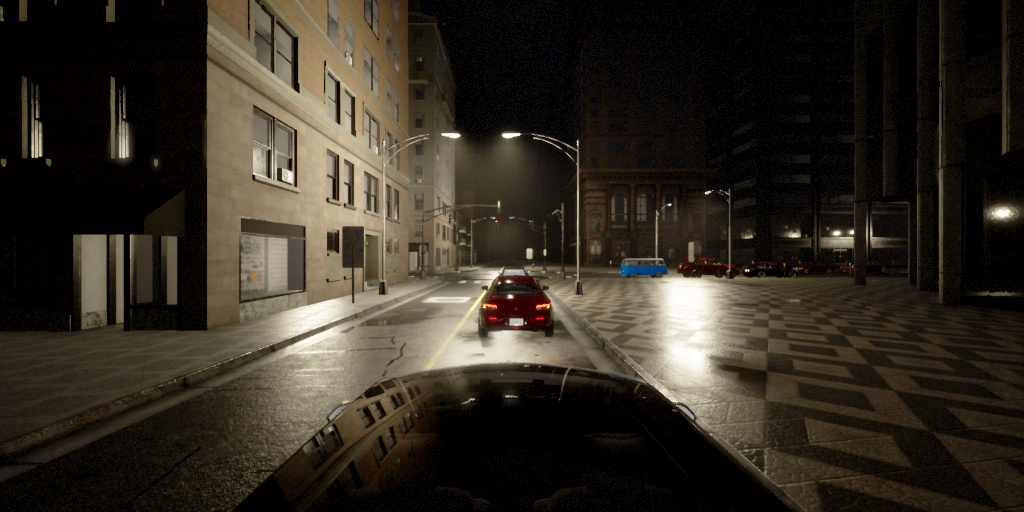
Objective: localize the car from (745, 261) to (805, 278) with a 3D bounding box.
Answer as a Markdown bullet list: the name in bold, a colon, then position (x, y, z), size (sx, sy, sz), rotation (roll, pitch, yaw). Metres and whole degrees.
- **car**: position (23.030, 1.326, 32.080), size (4.313, 1.339, 1.948), rotation (0, 0, -1)

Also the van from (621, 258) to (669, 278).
- **van**: position (11.749, 1.105, 31.916), size (3.998, 1.789, 1.690), rotation (0, 0, -1)

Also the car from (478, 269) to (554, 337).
- **car**: position (0.097, 1.271, 10.105), size (1.812, 1.442, 4.674), rotation (0, 0, 0)

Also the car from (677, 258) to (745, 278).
- **car**: position (17.390, 1.078, 31.998), size (5.009, 1.841, 2.192), rotation (0, 0, -1)

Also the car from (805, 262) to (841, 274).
- **car**: position (34.209, 1.331, 40.769), size (4.207, 1.307, 1.802), rotation (0, 0, -1)

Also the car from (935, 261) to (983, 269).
- **car**: position (39.947, 1.190, 32.326), size (4.097, 1.591, 1.967), rotation (0, 0, -1)

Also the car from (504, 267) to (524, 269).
- **car**: position (0.114, 1.303, 19.977), size (1.994, 1.385, 4.181), rotation (0, 0, 0)

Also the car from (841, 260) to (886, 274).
- **car**: position (39.848, 1.185, 40.851), size (4.097, 1.591, 1.967), rotation (0, 0, -1)
